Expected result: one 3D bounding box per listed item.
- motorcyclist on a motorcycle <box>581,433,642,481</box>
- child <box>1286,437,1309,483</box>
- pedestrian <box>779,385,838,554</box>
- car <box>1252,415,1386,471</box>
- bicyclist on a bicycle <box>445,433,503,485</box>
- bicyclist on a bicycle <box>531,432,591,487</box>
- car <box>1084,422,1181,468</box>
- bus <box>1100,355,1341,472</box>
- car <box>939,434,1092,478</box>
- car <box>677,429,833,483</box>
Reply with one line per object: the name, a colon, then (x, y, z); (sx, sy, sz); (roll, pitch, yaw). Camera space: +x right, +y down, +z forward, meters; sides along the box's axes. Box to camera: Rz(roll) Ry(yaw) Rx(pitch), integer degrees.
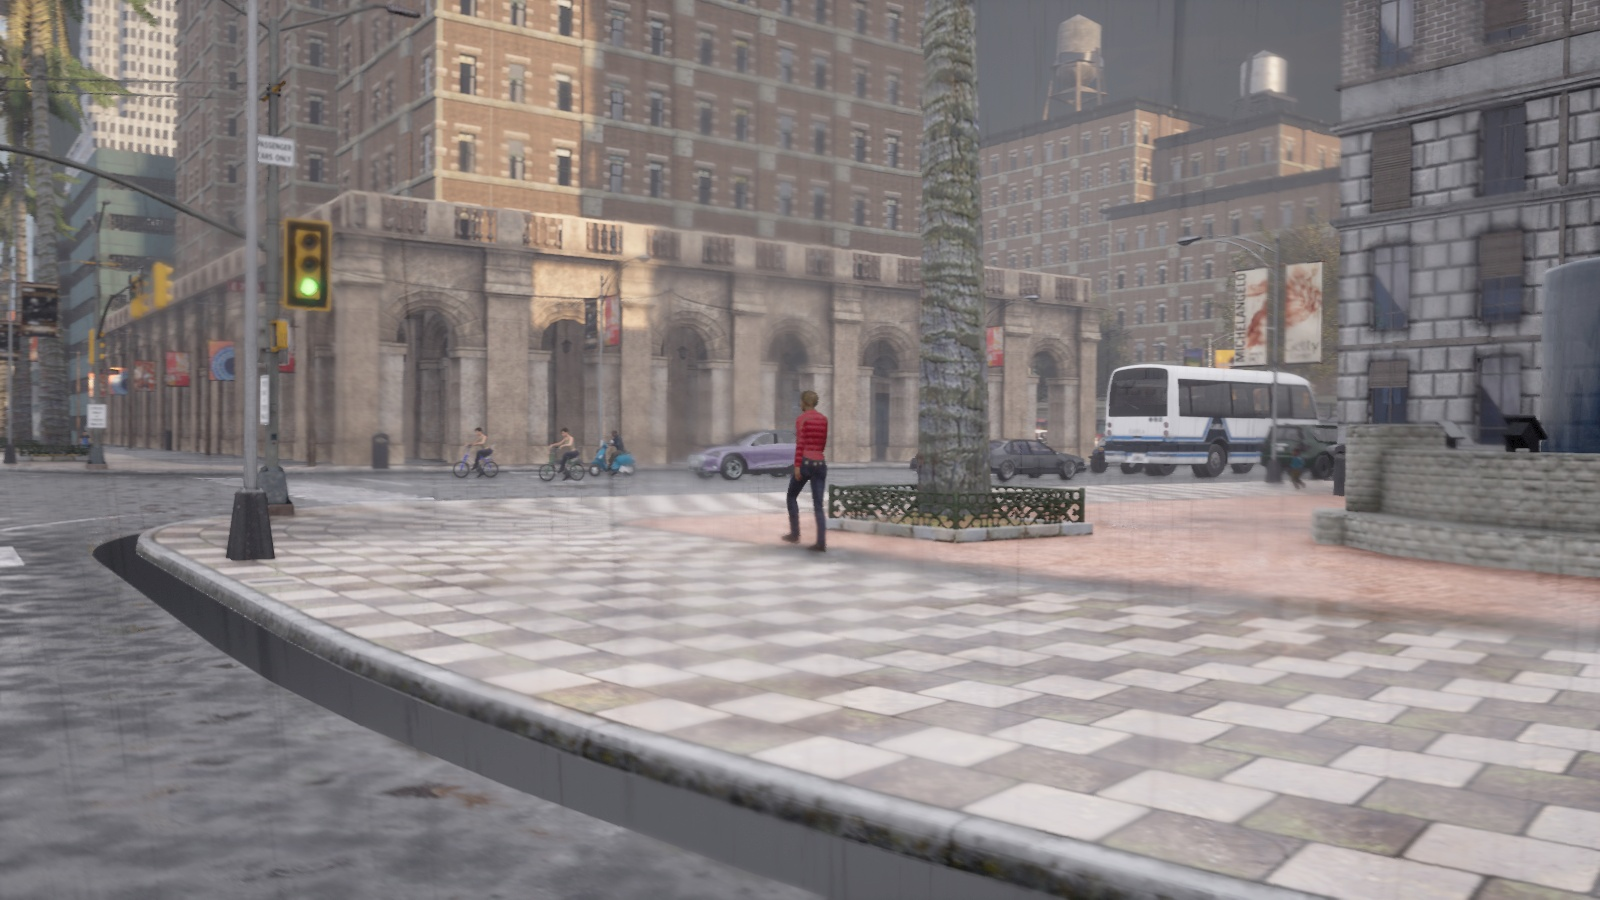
motorcyclist on a motorcycle: (-6.343, 0.213, 42.348); (1.817, 1.590, 0.866); (-1, 1, -35)
child: (13.034, 0.255, 32.881); (0.448, 1.192, 0.343); (-1, 1, -29)
pedestrian: (0.092, 0.213, 14.101); (0.331, 1.846, 0.636); (-1, 1, -36)
car: (20.020, -0.309, 48.349); (5.566, 2.045, 2.150); (-1, 1, -36)
bicyclist on a bicycle: (-10.241, 0.264, 39.462); (1.509, 1.612, 0.866); (-1, 1, -36)
bicyclist on a bicycle: (-7.140, 0.263, 37.485); (1.509, 1.612, 0.866); (-1, 1, -35)
car: (13.926, -0.237, 52.570); (3.866, 1.878, 1.905); (-1, 1, -36)
bus: (17.039, -1.409, 50.496); (10.273, 4.253, 3.944); (-1, 1, -36)
car: (7.525, 0.178, 43.668); (5.357, 1.411, 2.033); (-1, 1, -35)
car: (-1.452, 0.160, 41.559); (4.856, 1.649, 2.033); (-1, 1, -36)
